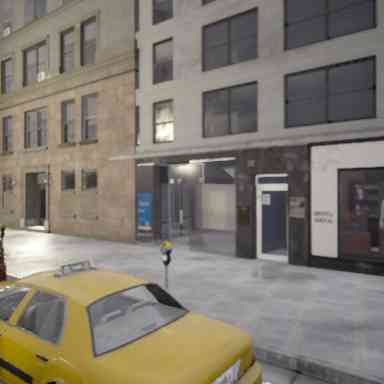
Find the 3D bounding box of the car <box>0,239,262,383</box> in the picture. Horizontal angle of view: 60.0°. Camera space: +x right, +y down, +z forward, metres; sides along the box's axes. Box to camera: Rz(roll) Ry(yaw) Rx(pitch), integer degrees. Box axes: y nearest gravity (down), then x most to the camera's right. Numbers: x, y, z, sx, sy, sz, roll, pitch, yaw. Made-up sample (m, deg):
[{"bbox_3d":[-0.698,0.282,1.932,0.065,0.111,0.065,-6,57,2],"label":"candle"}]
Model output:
[{"bbox_3d":[-1.603,1.526,4.112,4.829,1.417,1.752,0,0,36],"label":"car"}]
